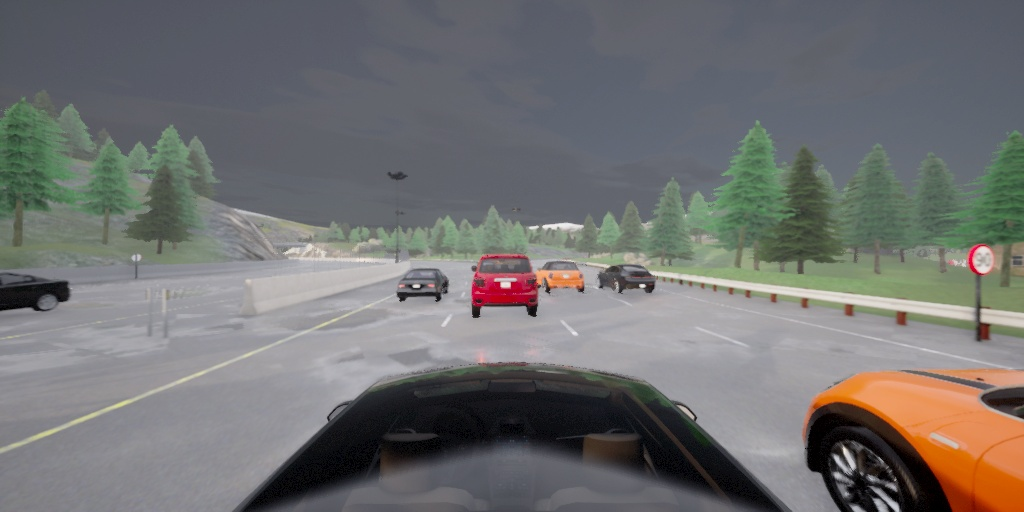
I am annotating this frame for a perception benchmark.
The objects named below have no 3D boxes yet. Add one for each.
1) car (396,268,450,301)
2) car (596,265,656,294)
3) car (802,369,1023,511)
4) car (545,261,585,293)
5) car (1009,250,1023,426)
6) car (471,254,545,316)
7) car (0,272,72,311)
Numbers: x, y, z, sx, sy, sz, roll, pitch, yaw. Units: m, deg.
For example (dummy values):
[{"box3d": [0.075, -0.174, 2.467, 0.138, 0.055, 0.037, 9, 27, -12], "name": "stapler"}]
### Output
[{"box3d": [-4.100, 1.275, 17.094, 2.033, 1.411, 5.357, 0, 0, -5], "name": "car"}, {"box3d": [6.160, 1.203, 19.885, 1.837, 1.490, 4.892, 0, 0, -5], "name": "car"}, {"box3d": [3.511, 1.095, 1.145, 2.097, 1.767, 4.553, 0, 0, 0], "name": "car"}, {"box3d": [2.591, 1.057, 20.486, 2.097, 1.767, 4.553, 0, 0, -5], "name": "car"}, {"box3d": [7.038, 0.956, 1.515, 2.150, 2.045, 5.566, 0, 0, 0], "name": "car"}, {"box3d": [-0.346, 0.948, 13.368, 2.150, 2.045, 5.566, 0, 0, -3], "name": "car"}, {"box3d": [-17.798, 1.255, 11.605, 1.882, 1.535, 5.008, 0, 0, -3], "name": "car"}]
